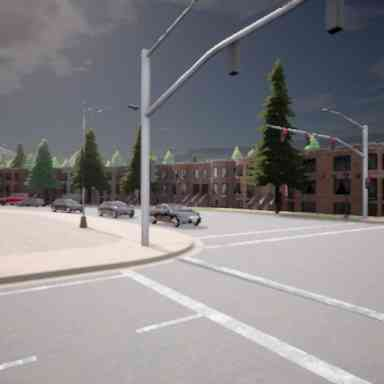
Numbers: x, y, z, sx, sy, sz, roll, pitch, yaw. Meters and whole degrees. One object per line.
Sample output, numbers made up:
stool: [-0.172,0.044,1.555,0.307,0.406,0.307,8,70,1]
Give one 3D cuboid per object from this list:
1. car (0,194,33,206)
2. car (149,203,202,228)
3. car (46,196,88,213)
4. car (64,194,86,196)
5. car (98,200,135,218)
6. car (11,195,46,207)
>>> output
car: [-29.252,1.268,55.762,5.566,2.045,2.150,0,0,10]
car: [-1.297,1.557,23.187,2.128,1.511,4.902,0,0,-36]
car: [-14.047,1.561,37.636,4.892,1.490,1.837,0,0,37]
car: [-19.134,1.302,52.705,5.566,2.045,2.150,0,0,23]
car: [-7.061,1.569,30.738,1.837,1.490,4.892,0,0,-40]
car: [-24.393,1.600,50.973,5.357,1.411,2.033,0,0,17]
